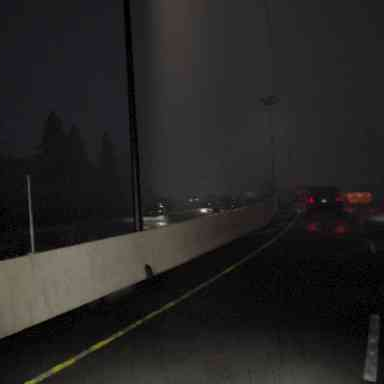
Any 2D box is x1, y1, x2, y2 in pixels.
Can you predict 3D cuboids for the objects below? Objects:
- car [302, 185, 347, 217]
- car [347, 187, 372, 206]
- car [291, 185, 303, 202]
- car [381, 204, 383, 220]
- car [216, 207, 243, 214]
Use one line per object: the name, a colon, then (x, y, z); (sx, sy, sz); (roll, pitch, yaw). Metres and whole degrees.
car: (8.990, 0.544, 22.823); (2.150, 2.045, 5.566); (-3, 1, 20)
car: (15.096, 0.282, 30.941); (2.097, 1.767, 4.553); (-3, 1, 15)
car: (13.732, 0.122, 41.461); (2.150, 2.045, 5.566); (-3, 1, 10)
car: (8.986, 0.900, 13.526); (2.128, 1.511, 4.902); (-3, 1, 25)
car: (2.969, 1.077, 27.388); (2.128, 1.511, 4.902); (-3, 1, 18)
